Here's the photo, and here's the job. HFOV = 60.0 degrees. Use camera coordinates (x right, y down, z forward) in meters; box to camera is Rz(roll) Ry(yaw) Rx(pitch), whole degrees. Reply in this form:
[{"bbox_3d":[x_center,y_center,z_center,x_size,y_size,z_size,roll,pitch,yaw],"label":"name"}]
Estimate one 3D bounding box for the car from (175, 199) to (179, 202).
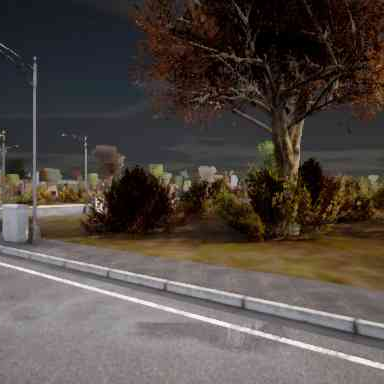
[{"bbox_3d":[-1.739,1.457,64.588,1.812,1.442,4.674,0,0,33],"label":"car"}]
